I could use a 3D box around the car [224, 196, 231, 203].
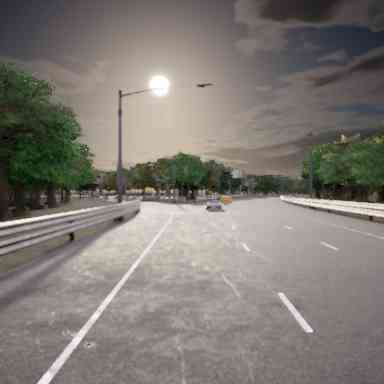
[{"bbox_3d":[7.438,1.499,71.972,1.882,1.535,5.008,0,0,11],"label":"car"}]

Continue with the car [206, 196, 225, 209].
[{"bbox_3d":[3.019,1.609,44.069,1.895,1.301,4.718,0,0,7],"label":"car"}]
